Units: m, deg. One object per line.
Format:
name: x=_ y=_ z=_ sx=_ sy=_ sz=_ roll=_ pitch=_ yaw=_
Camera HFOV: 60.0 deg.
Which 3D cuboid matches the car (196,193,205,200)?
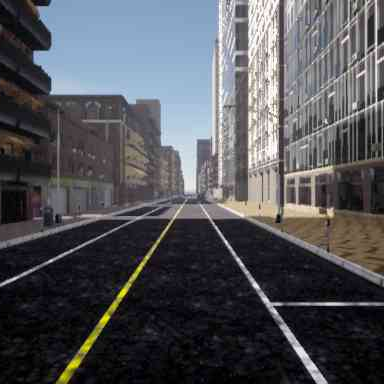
car: x=2.393 y=1.240 z=89.774 sx=2.150 sy=2.045 sz=5.566 roll=0 pitch=0 yaw=0
